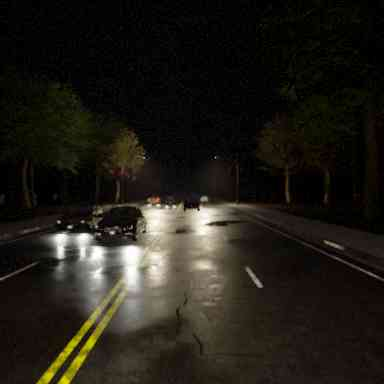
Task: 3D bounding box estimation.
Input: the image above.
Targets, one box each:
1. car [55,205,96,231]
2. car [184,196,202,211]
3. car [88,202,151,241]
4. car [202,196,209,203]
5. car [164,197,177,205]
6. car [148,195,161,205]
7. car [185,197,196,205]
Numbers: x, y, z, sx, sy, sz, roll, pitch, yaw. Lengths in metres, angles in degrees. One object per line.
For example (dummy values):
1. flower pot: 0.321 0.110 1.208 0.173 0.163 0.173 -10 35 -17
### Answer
1. car: -6.646 1.524 20.714 2.033 1.411 5.357 0 0 0
2. car: -0.071 1.461 41.302 1.882 1.535 5.008 0 0 0
3. car: -3.380 1.484 16.477 1.837 1.490 4.892 0 0 0
4. car: 2.730 1.565 73.288 1.812 1.442 4.674 0 0 -1
5. car: -3.626 1.571 56.882 1.994 1.385 4.181 0 0 0
6. car: -6.908 1.368 61.194 2.097 1.767 4.553 0 0 0
7. car: -0.246 1.614 59.568 1.895 1.301 4.718 0 0 -1
